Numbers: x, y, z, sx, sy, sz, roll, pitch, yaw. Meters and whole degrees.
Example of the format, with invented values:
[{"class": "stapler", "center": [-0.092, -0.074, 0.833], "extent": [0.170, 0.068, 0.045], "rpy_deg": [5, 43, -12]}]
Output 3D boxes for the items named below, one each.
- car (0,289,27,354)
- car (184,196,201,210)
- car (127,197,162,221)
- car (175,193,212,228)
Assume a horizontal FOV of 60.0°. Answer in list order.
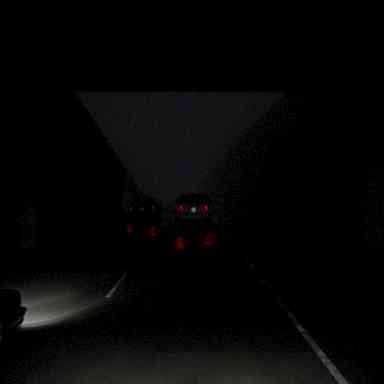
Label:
[{"class": "car", "center": [-3.399, 1.527, 2.505], "extent": [2.033, 1.411, 5.357], "rpy_deg": [0, 0, 0]}, {"class": "car", "center": [0.087, 1.226, 38.437], "extent": [1.812, 1.442, 4.674], "rpy_deg": [0, 0, 0]}, {"class": "car", "center": [-3.402, 1.158, 24.802], "extent": [2.097, 1.767, 4.553], "rpy_deg": [0, 0, 0]}, {"class": "car", "center": [0.097, 1.052, 21.147], "extent": [2.150, 2.045, 5.566], "rpy_deg": [0, 0, 0]}]
